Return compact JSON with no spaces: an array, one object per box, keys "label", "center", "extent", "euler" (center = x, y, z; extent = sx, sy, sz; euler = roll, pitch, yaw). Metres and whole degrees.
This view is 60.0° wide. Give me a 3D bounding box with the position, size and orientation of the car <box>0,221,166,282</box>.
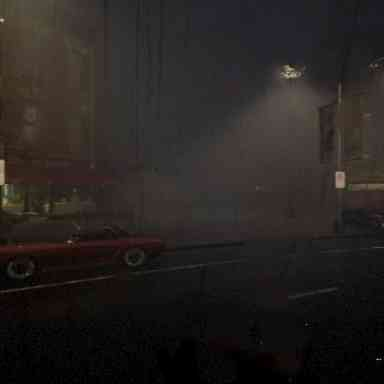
[{"label":"car","center":[-3.252,1.551,9.640],"extent":[4.718,1.301,1.895],"euler":[0,0,-28]}]
